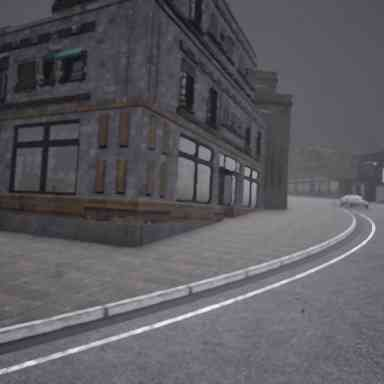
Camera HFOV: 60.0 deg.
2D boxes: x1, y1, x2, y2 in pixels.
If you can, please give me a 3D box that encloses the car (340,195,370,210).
[{"bbox_3d":[17.576,1.030,36.142,1.812,1.442,4.674,3,2,6],"label":"car"}]
